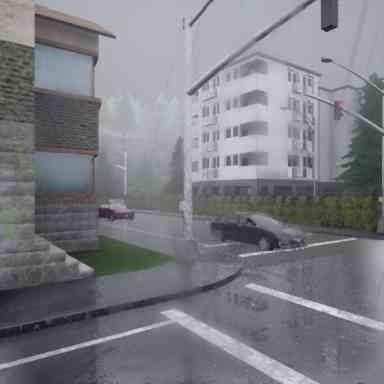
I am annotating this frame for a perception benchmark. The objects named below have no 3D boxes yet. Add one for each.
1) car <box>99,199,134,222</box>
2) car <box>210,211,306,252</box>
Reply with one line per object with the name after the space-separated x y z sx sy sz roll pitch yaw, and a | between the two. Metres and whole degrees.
-6.613 1.652 28.279 1.882 1.535 5.008 0 0 -35 | car
2.795 1.679 15.080 1.837 1.490 4.892 0 0 -35 | car
